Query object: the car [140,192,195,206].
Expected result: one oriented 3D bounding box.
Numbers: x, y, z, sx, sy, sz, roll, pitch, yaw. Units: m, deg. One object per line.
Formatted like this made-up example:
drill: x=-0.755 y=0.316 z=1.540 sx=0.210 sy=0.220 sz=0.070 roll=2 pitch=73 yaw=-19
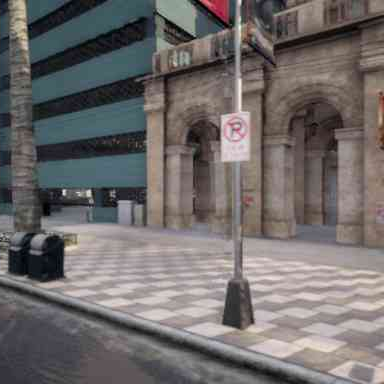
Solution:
car: x=-1.865 y=1.031 z=27.093 sx=5.566 sy=2.045 sz=2.435 roll=0 pitch=0 yaw=36
